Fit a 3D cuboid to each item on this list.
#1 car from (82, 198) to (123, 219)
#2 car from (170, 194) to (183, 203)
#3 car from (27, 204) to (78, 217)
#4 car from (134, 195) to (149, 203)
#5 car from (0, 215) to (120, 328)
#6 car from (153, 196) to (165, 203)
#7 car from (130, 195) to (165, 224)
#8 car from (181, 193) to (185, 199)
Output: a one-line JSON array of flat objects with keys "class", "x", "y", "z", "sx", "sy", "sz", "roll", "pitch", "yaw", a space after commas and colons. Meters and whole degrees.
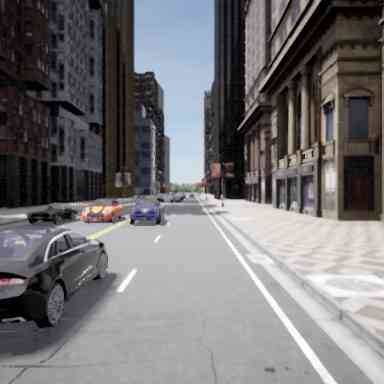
[{"class": "car", "x": -6.593, "y": 1.292, "z": 24.893, "sx": 2.097, "sy": 1.767, "sz": 4.553, "roll": 0, "pitch": 0, "yaw": 0}, {"class": "car", "x": -3.244, "y": 1.468, "z": 64.429, "sx": 1.895, "sy": 1.301, "sz": 4.718, "roll": 0, "pitch": 0, "yaw": 0}, {"class": "car", "x": -9.846, "y": 1.543, "z": 23.741, "sx": 1.895, "sy": 1.301, "sz": 4.718, "roll": 0, "pitch": 0, "yaw": 0}, {"class": "car", "x": -9.762, "y": 1.363, "z": 64.160, "sx": 2.128, "sy": 1.511, "sz": 4.902, "roll": 0, "pitch": 0, "yaw": 1}, {"class": "car", "x": -3.150, "y": 1.474, "z": 6.914, "sx": 2.128, "sy": 1.511, "sz": 4.902, "roll": 0, "pitch": 0, "yaw": 0}, {"class": "car", "x": -6.498, "y": 1.460, "z": 66.336, "sx": 1.895, "sy": 1.301, "sz": 4.718, "roll": 0, "pitch": 0, "yaw": 0}, {"class": "car", "x": -3.147, "y": 1.293, "z": 24.339, "sx": 2.097, "sy": 1.767, "sz": 4.553, "roll": 0, "pitch": 0, "yaw": 0}, {"class": "car", "x": -3.243, "y": 1.356, "z": 75.429, "sx": 2.163, "sy": 1.488, "sz": 4.792, "roll": 0, "pitch": 0, "yaw": 0}]
